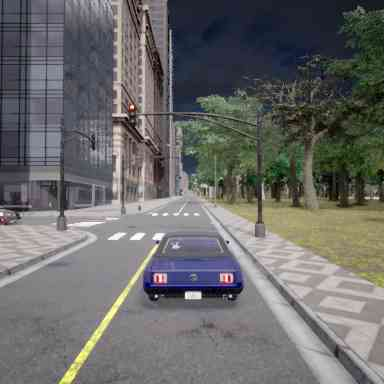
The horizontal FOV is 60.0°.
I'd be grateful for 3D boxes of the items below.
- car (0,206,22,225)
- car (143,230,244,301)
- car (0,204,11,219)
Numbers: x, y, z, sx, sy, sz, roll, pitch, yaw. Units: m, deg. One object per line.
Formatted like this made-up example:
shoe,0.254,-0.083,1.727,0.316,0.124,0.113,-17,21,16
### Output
car,-13.515,1.372,21.318,4.097,1.590,1.967,0,-2,-1
car,0.013,1.607,8.311,1.895,1.301,4.718,0,0,0
car,-18.968,1.727,29.837,4.313,1.339,1.947,0,-1,0
